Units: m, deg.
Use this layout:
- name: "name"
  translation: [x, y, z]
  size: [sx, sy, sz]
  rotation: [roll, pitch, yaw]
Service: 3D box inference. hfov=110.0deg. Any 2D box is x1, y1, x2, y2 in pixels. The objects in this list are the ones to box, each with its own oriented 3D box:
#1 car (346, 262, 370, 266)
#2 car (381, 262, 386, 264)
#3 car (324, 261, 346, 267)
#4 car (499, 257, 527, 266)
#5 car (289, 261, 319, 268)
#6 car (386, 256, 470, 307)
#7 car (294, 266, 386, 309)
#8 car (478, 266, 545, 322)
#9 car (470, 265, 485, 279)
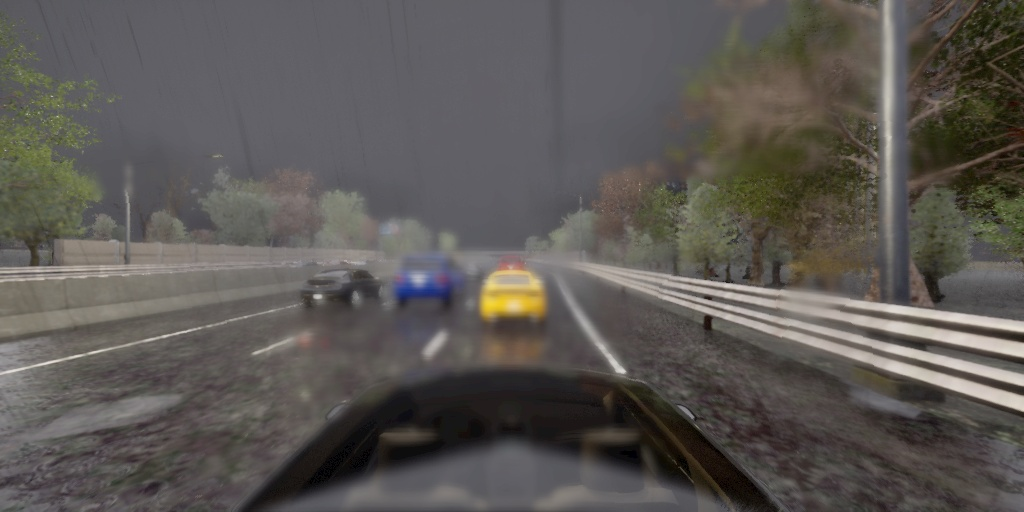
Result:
- name: "car"
  translation: [-21.098, 1.529, 50.529]
  size: [1.812, 1.442, 4.674]
  rotation: [0, -1, 0]
- name: "car"
  translation: [-17.601, 1.513, 50.825]
  size: [1.837, 1.490, 4.892]
  rotation: [0, -1, 0]
- name: "car"
  translation: [-24.597, 1.481, 50.522]
  size: [1.882, 1.535, 5.008]
  rotation: [0, -1, 0]
- name: "car"
  translation: [0.071, 1.115, 31.041]
  size: [2.150, 2.045, 5.566]
  rotation: [0, 0, 0]
- name: "car"
  translation: [-28.070, 1.482, 48.483]
  size: [2.128, 1.511, 4.902]
  rotation: [0, 0, 0]
- name: "car"
  translation: [-3.423, 1.038, 15.910]
  size: [2.150, 2.045, 5.566]
  rotation: [0, 0, 0]
- name: "car"
  translation: [-6.925, 1.315, 15.352]
  size: [1.837, 1.490, 4.892]
  rotation: [0, -2, 0]
- name: "car"
  translation: [0.065, 1.279, 12.563]
  size: [1.882, 1.535, 5.008]
  rotation: [0, 0, 0]
- name: "car"
  translation: [-3.430, 1.466, 32.392]
  size: [1.994, 1.385, 4.181]
  rotation: [0, 0, 0]
